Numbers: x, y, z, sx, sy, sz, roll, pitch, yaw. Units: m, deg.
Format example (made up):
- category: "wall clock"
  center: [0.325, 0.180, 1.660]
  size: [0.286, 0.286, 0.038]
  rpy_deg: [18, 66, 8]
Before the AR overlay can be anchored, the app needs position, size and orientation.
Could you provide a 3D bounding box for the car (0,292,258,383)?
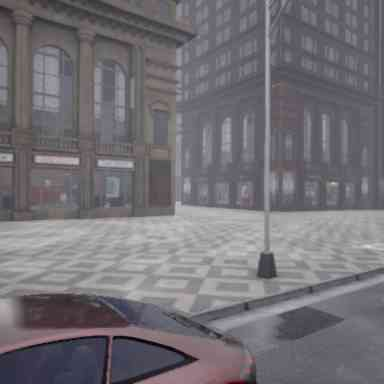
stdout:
- category: "car"
  center: [-1.434, 1.565, 2.355]
  size: [4.181, 1.385, 1.994]
  rpy_deg: [1, 0, -35]
